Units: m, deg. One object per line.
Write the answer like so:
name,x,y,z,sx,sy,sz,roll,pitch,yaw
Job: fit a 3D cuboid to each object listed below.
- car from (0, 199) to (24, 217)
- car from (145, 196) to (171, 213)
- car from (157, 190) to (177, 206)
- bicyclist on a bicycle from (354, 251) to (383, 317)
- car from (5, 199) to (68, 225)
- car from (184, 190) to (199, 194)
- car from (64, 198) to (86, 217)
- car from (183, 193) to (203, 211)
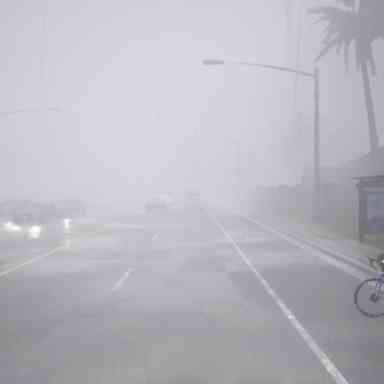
car,-14.063,1.322,26.459,1.837,1.490,4.892,0,0,0
car,-3.394,1.319,32.899,1.895,1.301,4.718,0,1,0
car,-3.405,0.778,45.314,2.150,2.045,5.566,0,0,4
bicyclist on a bicycle,3.650,1.385,5.796,1.656,1.620,0.582,0,0,-1
car,-10.508,1.417,22.889,1.994,1.385,4.181,0,1,0
car,0.115,0.746,47.529,2.150,2.045,5.566,0,0,0
car,-10.553,1.290,28.458,1.837,1.490,4.892,0,1,0
car,0.113,1.201,35.871,1.812,1.442,4.674,0,1,0
